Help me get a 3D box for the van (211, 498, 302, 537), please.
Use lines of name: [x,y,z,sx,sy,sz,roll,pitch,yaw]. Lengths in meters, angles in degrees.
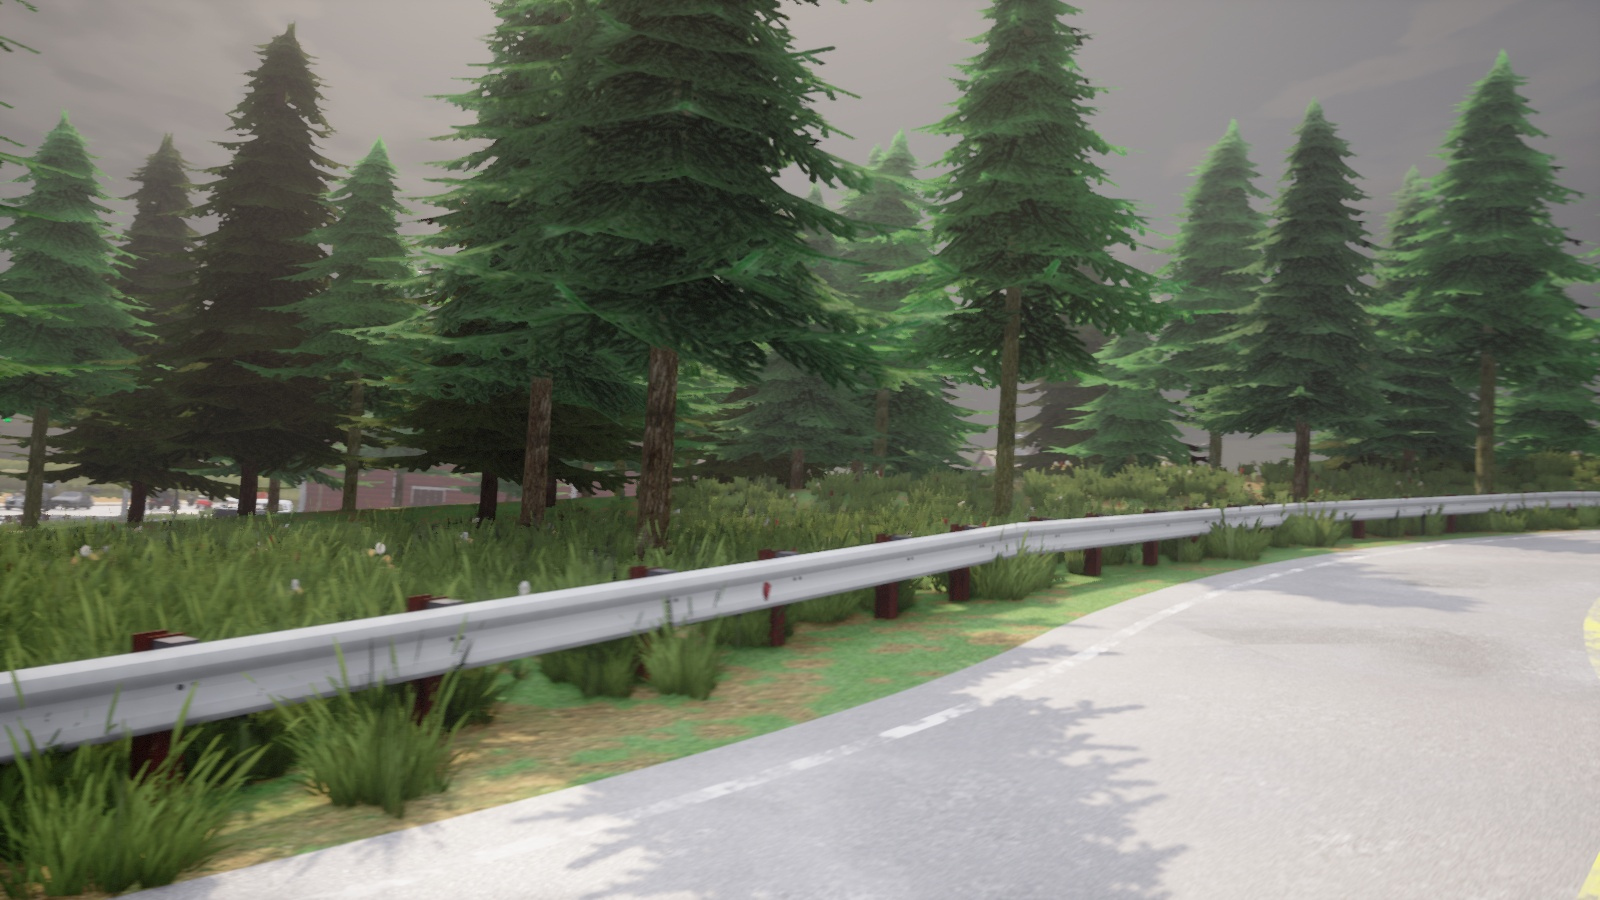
van: [-32.361,4.021,74.888,4.480,2.038,2.069,4,-3,-12]
